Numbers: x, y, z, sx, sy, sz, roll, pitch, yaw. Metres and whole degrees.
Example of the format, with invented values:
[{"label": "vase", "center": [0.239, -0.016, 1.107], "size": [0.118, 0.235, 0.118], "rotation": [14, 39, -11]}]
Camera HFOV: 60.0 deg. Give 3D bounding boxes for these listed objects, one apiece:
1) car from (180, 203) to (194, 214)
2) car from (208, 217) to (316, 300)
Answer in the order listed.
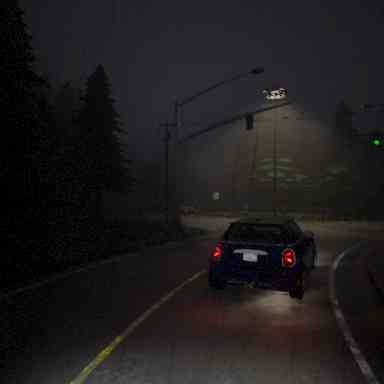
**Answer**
[{"label": "car", "center": [-0.658, 2.067, 42.898], "size": [1.895, 1.301, 4.718], "rotation": [0, -1, 0]}, {"label": "car", "center": [2.118, 1.451, 9.061], "size": [2.097, 1.767, 4.553], "rotation": [0, -1, 24]}]
